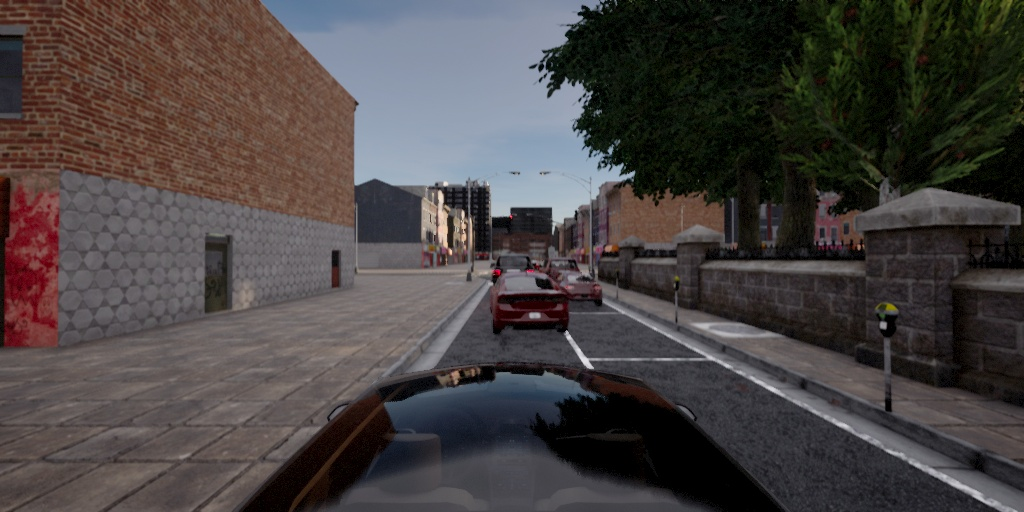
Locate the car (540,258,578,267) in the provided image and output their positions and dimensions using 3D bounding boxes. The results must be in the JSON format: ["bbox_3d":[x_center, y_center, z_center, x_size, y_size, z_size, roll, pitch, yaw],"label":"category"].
[{"bbox_3d":[2.643,1.007,20.574,2.192,1.841,5.009,0,0,0],"label":"car"}]

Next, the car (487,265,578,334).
[{"bbox_3d":[0.324,1.198,10.594,1.882,1.535,5.008,0,0,-4],"label":"car"}]

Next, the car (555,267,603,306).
[{"bbox_3d":[2.642,1.289,15.126,1.802,1.307,4.207,0,0,0],"label":"car"}]

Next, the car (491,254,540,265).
[{"bbox_3d":[0.088,0.918,18.876,2.150,2.045,5.566,0,0,0],"label":"car"}]
